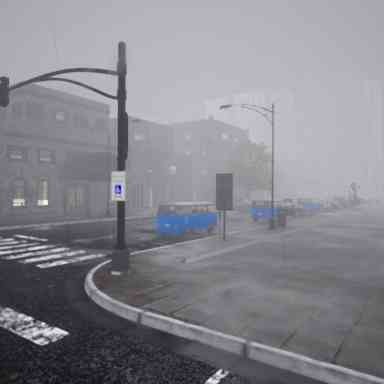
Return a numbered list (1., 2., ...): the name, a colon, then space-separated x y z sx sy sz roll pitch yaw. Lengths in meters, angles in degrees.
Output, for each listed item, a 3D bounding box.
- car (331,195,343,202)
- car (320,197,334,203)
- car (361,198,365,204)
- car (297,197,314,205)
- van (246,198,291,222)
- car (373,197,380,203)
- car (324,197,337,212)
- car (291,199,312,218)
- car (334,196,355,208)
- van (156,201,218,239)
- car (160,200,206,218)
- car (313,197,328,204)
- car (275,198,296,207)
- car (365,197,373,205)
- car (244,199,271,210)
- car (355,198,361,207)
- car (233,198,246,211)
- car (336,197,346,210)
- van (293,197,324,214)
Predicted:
1. car: 37.478 1.708 85.753 1.967 1.590 4.097 0 0 35
2. car: 31.126 1.788 76.719 1.947 1.339 4.313 0 0 35
3. car: 28.543 1.746 58.473 1.752 1.417 4.829 0 0 35
4. car: 21.600 1.702 63.167 1.887 1.381 4.507 0 0 35
5. van: 6.216 1.434 26.713 1.690 1.788 3.998 0 0 35
6. car: 44.324 1.897 80.919 1.947 1.339 4.313 0 0 35
7. car: 15.840 1.669 40.404 1.752 1.417 4.829 0 0 35
8. car: 9.390 1.653 31.230 1.887 1.381 4.507 0 0 35
9. car: 22.095 1.495 49.300 2.192 1.841 5.009 0 0 35
10. van: -0.135 1.405 17.679 1.690 1.788 3.998 0 0 35
11. car: -0.728 1.555 31.408 1.752 1.417 4.829 0 0 35
12. car: 27.853 1.725 72.062 1.752 1.417 4.829 0 0 35
13. car: 15.248 1.662 54.133 1.887 1.381 4.507 0 0 35
14. car: 34.796 1.807 67.367 1.887 1.381 4.507 0 0 35
15. car: 8.897 1.625 45.100 1.887 1.381 4.507 0 0 35
16. car: 25.271 1.514 53.817 2.192 1.841 5.009 0 0 35
17. car: 5.722 1.503 40.583 1.967 1.590 4.097 0 0 35
18. car: 18.917 1.727 44.781 1.947 1.339 4.313 0 0 35
19. van: 12.567 1.467 35.747 1.690 1.788 3.998 0 0 35
